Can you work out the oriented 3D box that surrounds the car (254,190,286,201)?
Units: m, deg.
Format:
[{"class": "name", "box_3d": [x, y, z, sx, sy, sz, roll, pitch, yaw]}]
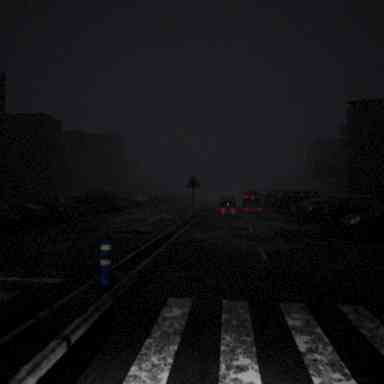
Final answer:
[{"class": "car", "box_3d": [14.580, 0.590, 62.328, 5.566, 2.045, 2.435, 0, 1, 7]}]

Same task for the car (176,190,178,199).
[{"class": "car", "box_3d": [-5.590, 0.796, 63.432, 4.674, 1.452, 2.002, 0, 1, 7]}]

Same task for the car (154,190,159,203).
[{"class": "car", "box_3d": [-7.451, 0.798, 46.995, 4.553, 1.767, 2.185, 0, 1, 7]}]

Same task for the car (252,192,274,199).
[{"class": "car", "box_3d": [16.199, 0.728, 76.128, 4.892, 1.521, 2.231, 0, 0, 7]}]

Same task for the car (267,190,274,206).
[{"class": "car", "box_3d": [11.716, 0.867, 37.607, 5.566, 2.045, 2.435, 0, 1, 7]}]

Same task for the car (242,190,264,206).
[{"class": "car", "box_3d": [7.787, 0.766, 43.685, 2.150, 2.045, 5.566, 0, 1, 7]}]

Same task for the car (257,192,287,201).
[{"class": "car", "box_3d": [14.280, 0.869, 59.566, 4.892, 1.521, 2.231, 0, 1, 7]}]

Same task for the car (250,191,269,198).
[{"class": "car", "box_3d": [17.133, 0.546, 84.413, 4.553, 1.767, 2.185, 0, 0, 7]}]

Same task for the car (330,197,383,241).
[{"class": "car", "box_3d": [9.203, 1.275, 15.387, 4.553, 1.767, 2.185, 0, 1, 7]}]

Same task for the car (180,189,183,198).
[{"class": "car", "box_3d": [-4.956, 0.710, 68.909, 4.892, 1.521, 2.231, 0, 1, 7]}]

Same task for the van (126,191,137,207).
[{"class": "van", "box_3d": [-8.626, 0.832, 36.027, 4.442, 1.987, 1.878, 0, 1, 7]}]

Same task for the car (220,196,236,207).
[{"class": "car", "box_3d": [4.620, 1.146, 42.464, 1.895, 1.301, 4.718, 0, 1, 7]}]

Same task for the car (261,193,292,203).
[{"class": "car", "box_3d": [13.659, 0.963, 54.170, 4.674, 1.452, 2.002, 0, 1, 7]}]

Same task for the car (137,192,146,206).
[{"class": "car", "box_3d": [-8.433, 1.022, 38.784, 5.008, 1.535, 2.097, 0, 1, 7]}]

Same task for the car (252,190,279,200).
[{"class": "car", "box_3d": [15.538, 0.518, 70.608, 5.566, 2.045, 2.435, 0, 0, 7]}]

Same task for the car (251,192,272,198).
[{"class": "car", "box_3d": [16.521, 0.747, 78.888, 4.674, 1.452, 2.002, 0, 0, 7]}]

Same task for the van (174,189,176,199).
[{"class": "van", "box_3d": [-5.775, 0.555, 60.801, 4.442, 1.987, 1.878, 0, 1, 7]}]

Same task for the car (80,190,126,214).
[{"class": "car", "box_3d": [-9.400, 0.876, 30.565, 5.566, 2.045, 2.435, 0, 1, 7]}]

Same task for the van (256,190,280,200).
[{"class": "van", "box_3d": [14.811, 0.590, 65.097, 4.442, 1.987, 1.878, 0, 1, 7]}]

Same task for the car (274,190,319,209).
[{"class": "car", "box_3d": [11.120, 0.942, 31.954, 5.566, 2.045, 2.435, 0, 1, 7]}]

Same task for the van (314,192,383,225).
[{"class": "van", "box_3d": [9.390, 1.146, 18.291, 4.442, 1.987, 1.878, 0, 1, 7]}]

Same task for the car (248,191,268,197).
[{"class": "car", "box_3d": [17.798, 0.641, 89.929, 5.008, 1.535, 2.097, 0, 0, 7]}]

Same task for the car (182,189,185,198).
[{"class": "car", "box_3d": [-4.677, 0.716, 71.654, 4.792, 1.488, 2.163, 0, 0, 7]}]

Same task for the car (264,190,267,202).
[{"class": "car", "box_3d": [12.718, 0.766, 45.757, 5.566, 2.045, 2.435, 0, 1, 7]}]

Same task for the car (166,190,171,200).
[{"class": "car", "box_3d": [-6.531, 0.836, 55.216, 4.892, 1.521, 2.231, 0, 1, 7]}]

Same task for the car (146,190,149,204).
[{"class": "car", "box_3d": [-8.143, 0.863, 41.524, 4.553, 1.767, 2.185, 0, 1, 7]}]

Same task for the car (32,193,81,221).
[{"class": "car", "box_3d": [-10.287, 1.104, 22.339, 4.553, 1.767, 2.185, 0, 1, 7]}]

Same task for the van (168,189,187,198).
[{"class": "van", "box_3d": [-3.502, 0.384, 82.618, 4.442, 1.987, 1.878, 0, 0, 7]}]

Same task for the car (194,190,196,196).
[{"class": "car", "box_3d": [-2.126, 0.590, 93.562, 4.674, 1.452, 2.002, 0, 0, 7]}]

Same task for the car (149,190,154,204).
[{"class": "car", "box_3d": [-7.828, 0.830, 44.262, 4.553, 1.767, 2.185, 0, 1, 7]}]

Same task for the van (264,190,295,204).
[{"class": "van", "box_3d": [13.445, 0.729, 51.268, 4.442, 1.987, 1.878, 0, 1, 7]}]

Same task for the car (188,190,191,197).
[{"class": "car", "box_3d": [-3.730, 0.376, 79.867, 5.566, 2.045, 2.435, 0, 0, 7]}]

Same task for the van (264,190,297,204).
[{"class": "van", "box_3d": [12.893, 0.758, 48.536, 4.442, 1.987, 1.878, 0, 1, 7]}]

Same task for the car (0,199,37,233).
[{"class": "car", "box_3d": [-10.953, 1.287, 16.868, 5.008, 1.535, 2.097, 0, 0, 7]}]

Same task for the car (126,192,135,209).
[{"class": "car", "box_3d": [-8.873, 1.090, 33.283, 5.366, 1.575, 1.946, 0, 1, 7]}]

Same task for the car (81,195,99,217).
[{"class": "car", "box_3d": [-10.009, 1.199, 25.089, 4.892, 1.521, 2.231, 0, 1, 7]}]

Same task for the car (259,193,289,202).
[{"class": "car", "box_3d": [13.937, 0.925, 56.809, 4.792, 1.488, 2.163, 0, 1, 7]}]

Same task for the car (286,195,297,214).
[{"class": "car", "box_3d": [10.459, 1.266, 26.565, 5.008, 1.535, 2.097, 0, 1, 7]}]

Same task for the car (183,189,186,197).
[{"class": "car", "box_3d": [-4.335, 0.706, 74.389, 4.674, 1.452, 2.002, 0, 0, 7]}]

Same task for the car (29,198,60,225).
[{"class": "car", "box_3d": [-10.631, 1.298, 19.605, 4.674, 1.452, 2.002, 0, 1, 7]}]

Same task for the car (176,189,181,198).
[{"class": "car", "box_3d": [-5.461, 0.728, 66.193, 5.366, 1.575, 1.946, 0, 1, 7]}]

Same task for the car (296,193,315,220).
[{"class": "car", "box_3d": [10.162, 1.180, 23.675, 4.553, 1.767, 2.185, 0, 1, 7]}]

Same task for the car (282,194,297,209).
[{"class": "car", "box_3d": [10.776, 1.232, 29.201, 4.892, 1.521, 2.231, 0, 1, 7]}]

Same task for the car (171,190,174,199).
[{"class": "car", "box_3d": [-6.216, 0.809, 57.954, 4.892, 1.521, 2.231, 0, 1, 7]}]

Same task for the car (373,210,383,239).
[{"class": "car", "box_3d": [8.516, 1.472, 9.996, 4.792, 1.488, 2.163, 0, 0, 7]}]

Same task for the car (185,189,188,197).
[{"class": "car", "box_3d": [-4.023, 0.646, 77.129, 5.008, 1.535, 2.097, 0, 0, 7]}]

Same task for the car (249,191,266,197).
[{"class": "car", "box_3d": [18.154, 0.501, 92.687, 4.553, 1.767, 2.185, 0, 0, 7]}]

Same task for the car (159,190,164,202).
[{"class": "car", "box_3d": [-7.161, 0.895, 49.738, 4.892, 1.521, 2.231, 0, 1, 7]}]

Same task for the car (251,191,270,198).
[{"class": "car", "box_3d": [16.813, 0.564, 81.651, 4.553, 1.767, 2.185, 0, 0, 7]}]

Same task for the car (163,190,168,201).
[{"class": "car", "box_3d": [-6.846, 0.864, 52.477, 4.892, 1.521, 2.231, 0, 1, 7]}]
